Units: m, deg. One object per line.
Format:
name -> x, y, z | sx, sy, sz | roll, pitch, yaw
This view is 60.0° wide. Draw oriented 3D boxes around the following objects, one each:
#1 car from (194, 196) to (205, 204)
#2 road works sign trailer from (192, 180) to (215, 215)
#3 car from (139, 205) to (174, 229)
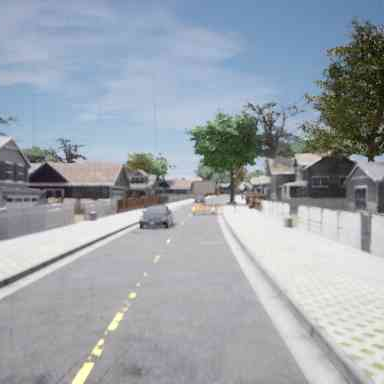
car -> 1.443, 1.510, 63.882 | 2.128, 1.511, 4.902 | 0, 0, 8
road works sign trailer -> 1.231, 0.543, 34.587 | 2.380, 3.560, 2.880 | 0, 0, 5
car -> -2.284, 1.601, 22.338 | 1.812, 1.442, 4.674 | 0, 0, 3
